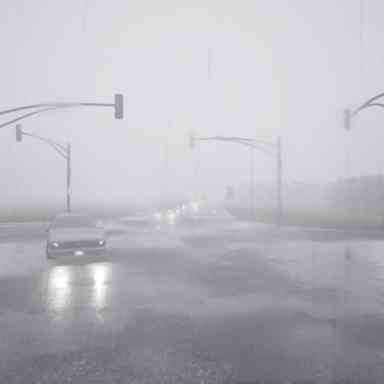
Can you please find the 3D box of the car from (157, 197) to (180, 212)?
[{"bbox_3d":[-2.812,1.593,38.245,1.895,1.301,4.718,0,0,3],"label":"car"}]

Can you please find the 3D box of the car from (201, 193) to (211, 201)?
[{"bbox_3d":[3.362,1.178,79.079,2.150,2.045,5.566,0,0,5],"label":"car"}]

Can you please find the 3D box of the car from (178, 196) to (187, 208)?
[{"bbox_3d":[-2.357,1.478,47.560,2.128,1.511,4.902,0,0,3],"label":"car"}]

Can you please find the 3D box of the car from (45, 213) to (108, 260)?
[{"bbox_3d":[-4.597,1.549,12.943,2.033,1.411,5.357,0,0,-23],"label":"car"}]
